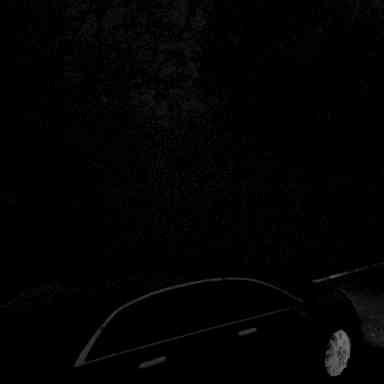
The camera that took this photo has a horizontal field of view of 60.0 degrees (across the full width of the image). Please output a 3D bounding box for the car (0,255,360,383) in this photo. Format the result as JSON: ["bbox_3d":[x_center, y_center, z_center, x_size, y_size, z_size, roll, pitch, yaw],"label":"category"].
[{"bbox_3d":[-0.034,1.492,3.721,4.892,1.490,1.837,-1,0,-35],"label":"car"}]
